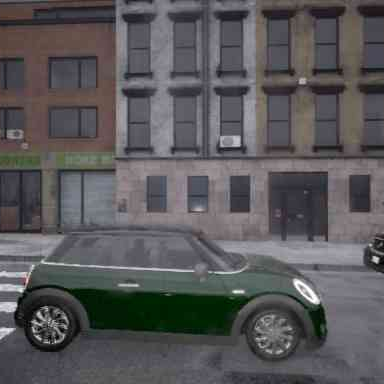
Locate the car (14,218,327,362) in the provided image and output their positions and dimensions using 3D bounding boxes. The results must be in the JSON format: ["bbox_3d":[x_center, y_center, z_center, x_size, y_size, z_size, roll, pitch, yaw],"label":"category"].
[{"bbox_3d":[-0.266,1.340,5.460,4.553,1.767,2.097,1,0,3],"label":"car"}]

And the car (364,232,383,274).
[{"bbox_3d":[7.289,1.368,8.044,5.566,2.045,2.150,1,0,3],"label":"car"}]
